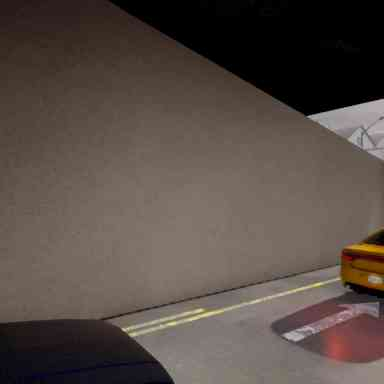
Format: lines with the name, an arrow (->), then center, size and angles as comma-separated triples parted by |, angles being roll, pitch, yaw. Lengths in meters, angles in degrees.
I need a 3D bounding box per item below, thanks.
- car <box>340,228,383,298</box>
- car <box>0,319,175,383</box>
car -> 5.431, 1.478, 7.636 | 5.008, 1.535, 1.882 | 0, 0, -35
car -> -2.664, 1.547, 1.884 | 5.357, 1.411, 2.033 | 0, 0, -35
